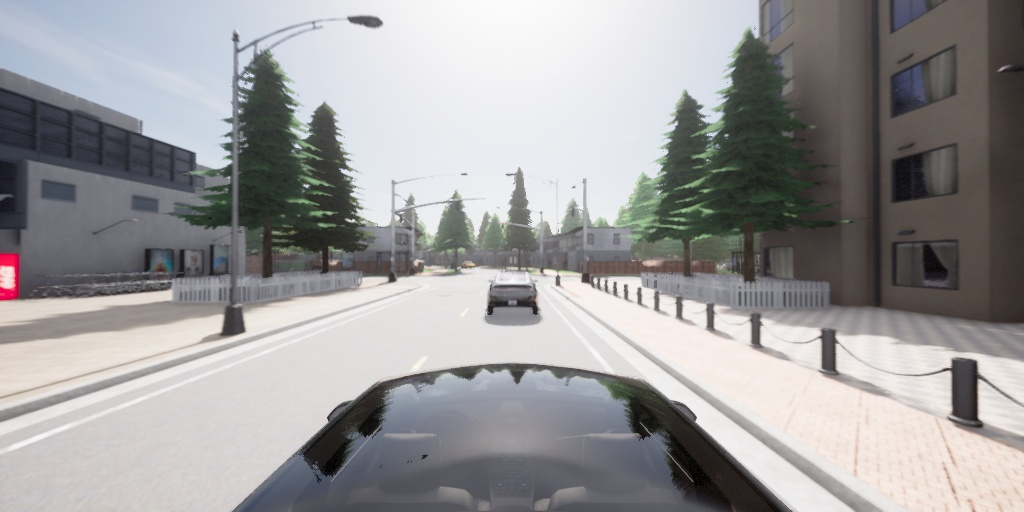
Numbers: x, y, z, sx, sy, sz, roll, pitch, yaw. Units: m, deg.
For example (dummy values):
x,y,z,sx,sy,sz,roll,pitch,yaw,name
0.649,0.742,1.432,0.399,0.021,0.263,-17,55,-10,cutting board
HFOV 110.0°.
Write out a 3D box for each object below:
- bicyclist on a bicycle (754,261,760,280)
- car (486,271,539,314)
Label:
x,y,z,sx,sy,sz,roll,pitch,yaw,name
19.906,1.268,29.000,0.582,1.620,1.656,0,-1,2,bicyclist on a bicycle
0.041,1.349,14.238,2.128,1.511,4.902,0,0,0,car
